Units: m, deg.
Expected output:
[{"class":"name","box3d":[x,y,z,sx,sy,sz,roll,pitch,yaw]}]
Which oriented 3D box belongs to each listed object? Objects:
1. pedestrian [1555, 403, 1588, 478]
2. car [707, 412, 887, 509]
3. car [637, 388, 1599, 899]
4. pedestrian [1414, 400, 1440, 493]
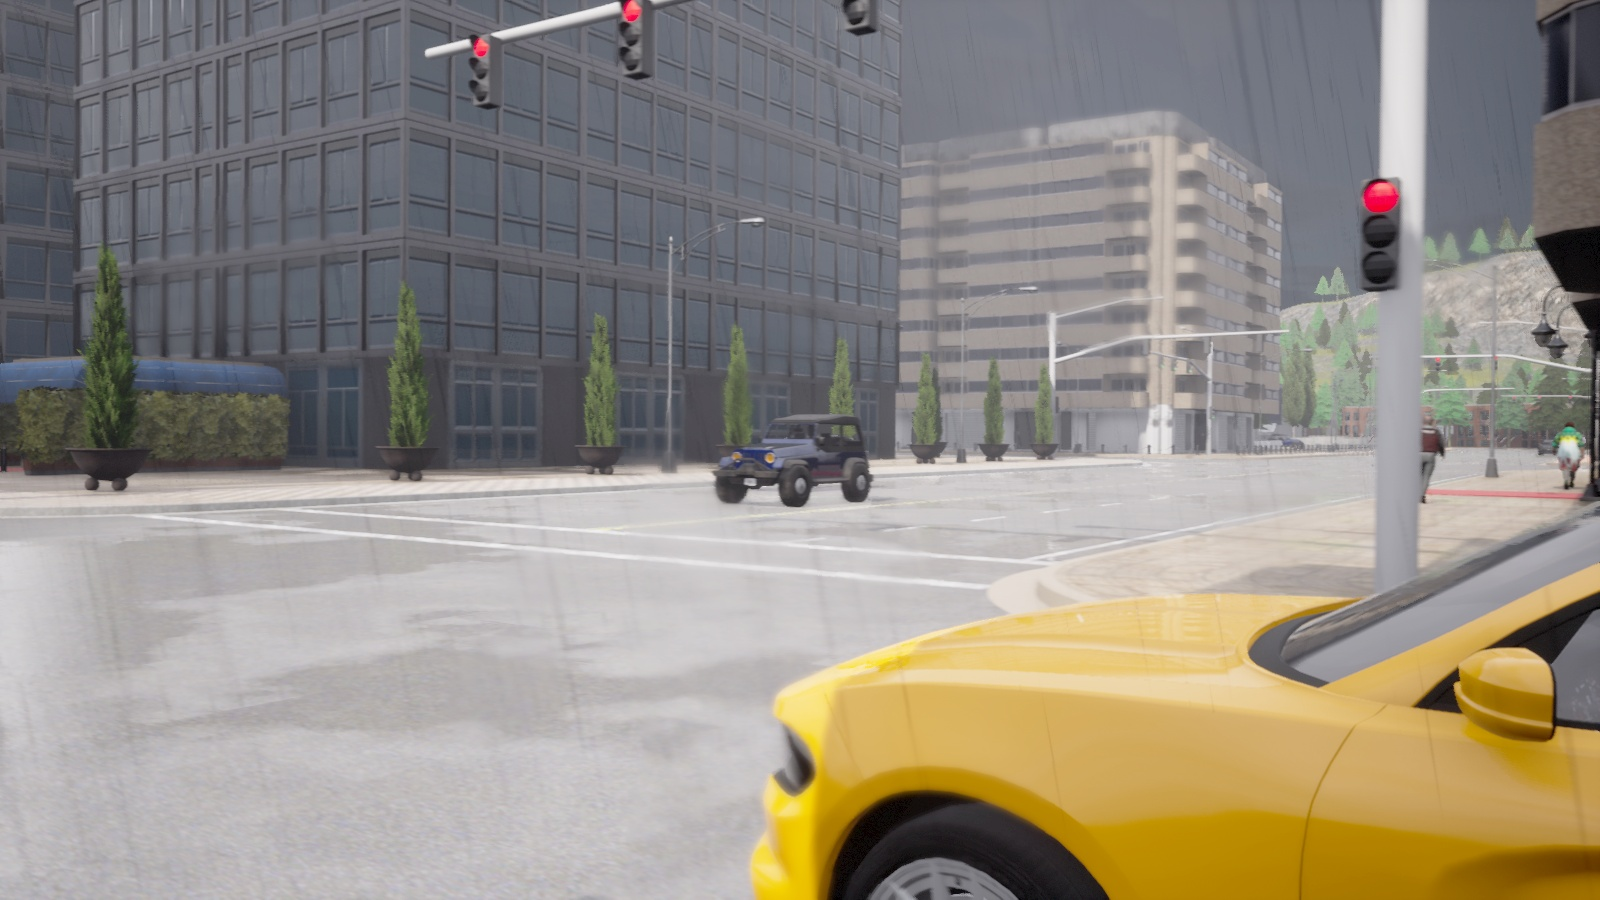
[{"class":"pedestrian","box3d":[20.494,-0.252,33.362,0.659,1.952,0.873,0,1,37]},{"class":"car","box3d":[0.016,0.170,26.389,1.905,1.878,3.866,0,1,34]},{"class":"car","box3d":[2.192,0.658,2.286,5.008,1.535,1.882,0,1,36]},{"class":"pedestrian","box3d":[12.787,-0.075,25.610,0.376,1.854,0.720,0,1,35]}]
